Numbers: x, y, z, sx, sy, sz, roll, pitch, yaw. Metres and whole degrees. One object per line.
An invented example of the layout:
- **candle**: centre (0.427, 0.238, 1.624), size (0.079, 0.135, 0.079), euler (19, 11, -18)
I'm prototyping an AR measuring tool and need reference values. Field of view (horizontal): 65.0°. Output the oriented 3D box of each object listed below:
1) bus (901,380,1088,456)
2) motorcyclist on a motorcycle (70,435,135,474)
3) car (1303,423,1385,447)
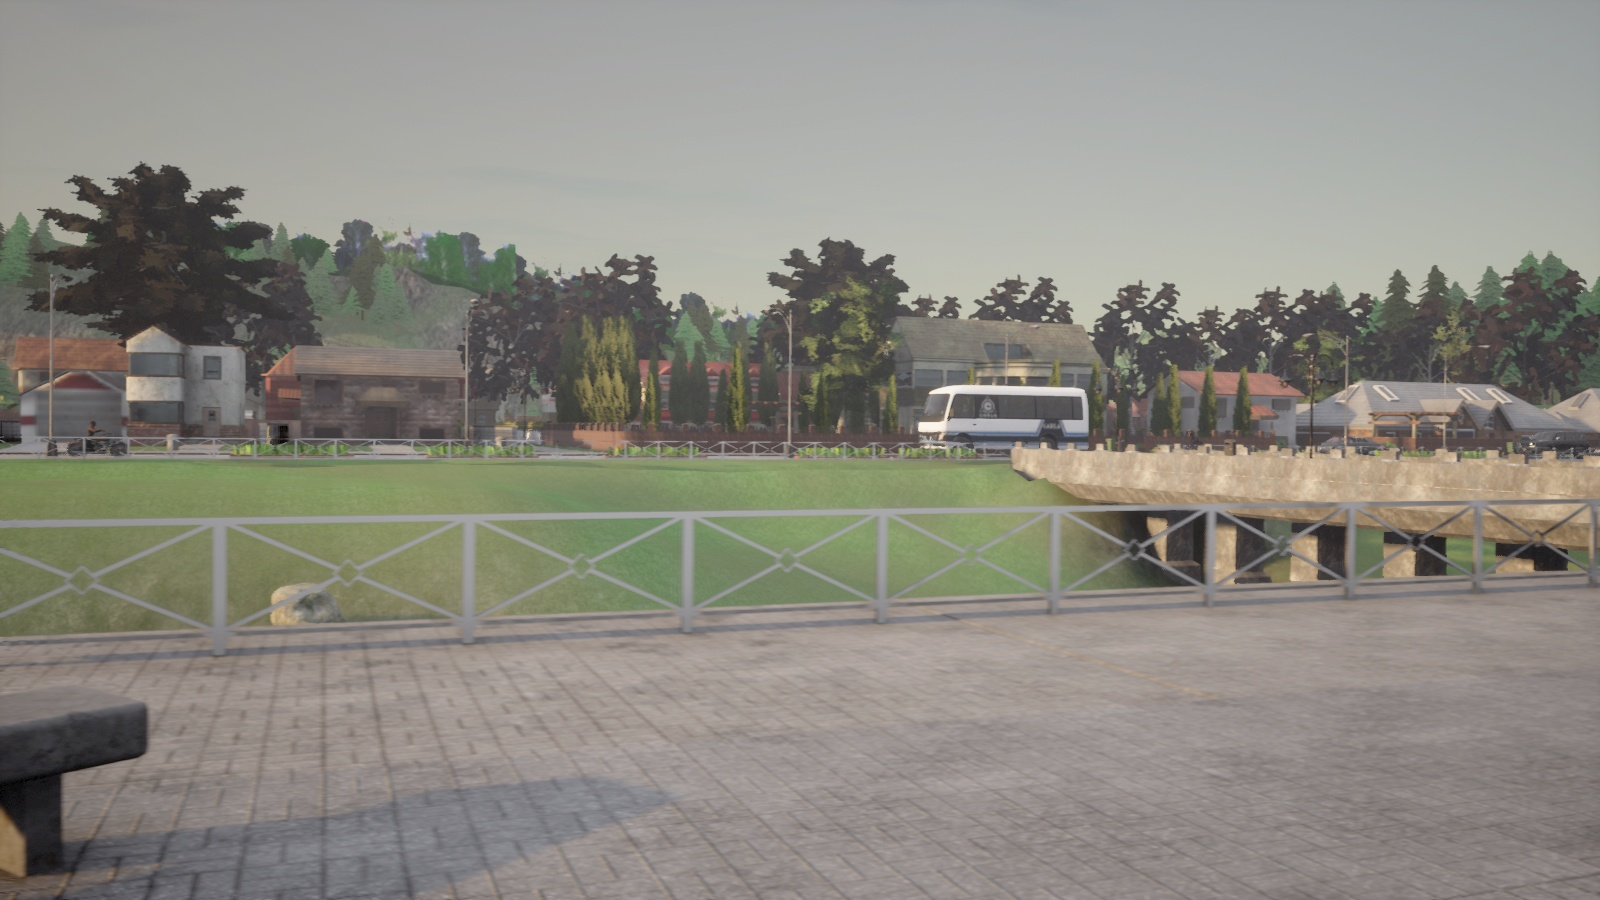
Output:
- **bus**: centre (11.483, -1.909, 74.097), size (10.273, 4.253, 3.944), euler (-1, 1, -21)
- **motorcyclist on a motorcycle**: centre (-30.031, 0.193, 54.082), size (2.350, 1.649, 0.766), euler (-1, 1, -21)
- **car**: centre (36.186, -0.996, 83.486), size (4.902, 1.511, 2.128), euler (-1, 1, -21)
